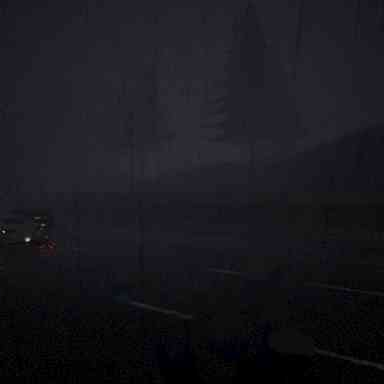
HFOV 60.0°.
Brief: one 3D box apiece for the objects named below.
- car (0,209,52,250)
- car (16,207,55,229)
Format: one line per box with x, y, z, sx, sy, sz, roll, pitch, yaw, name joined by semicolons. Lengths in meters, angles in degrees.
-8.396;1.700;14.867;4.674;1.442;1.812;-1;0;40;car
-10.665;1.744;21.522;4.892;1.490;1.837;-1;-1;42;car
